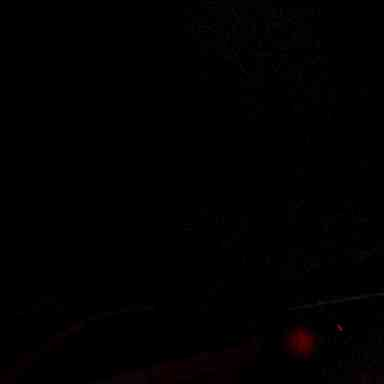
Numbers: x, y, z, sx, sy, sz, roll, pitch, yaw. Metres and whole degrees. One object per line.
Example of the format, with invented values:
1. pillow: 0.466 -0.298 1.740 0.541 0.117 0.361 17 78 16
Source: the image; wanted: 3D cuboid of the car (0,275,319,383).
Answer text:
1. car: -0.938 1.536 2.849 4.181 1.385 1.994 -1 1 -28
